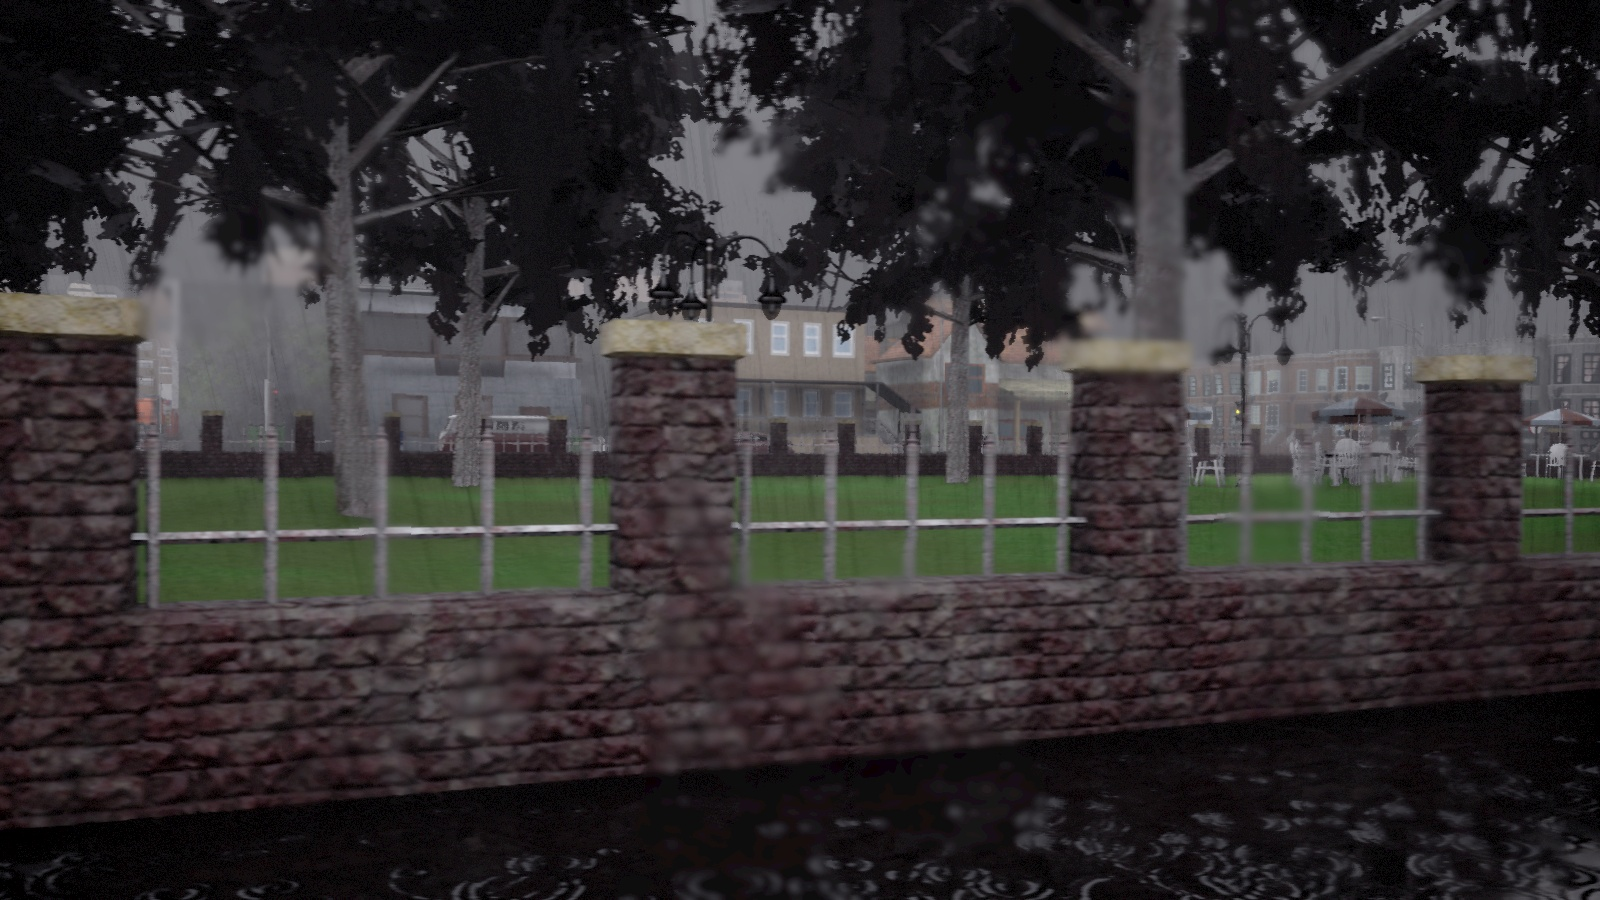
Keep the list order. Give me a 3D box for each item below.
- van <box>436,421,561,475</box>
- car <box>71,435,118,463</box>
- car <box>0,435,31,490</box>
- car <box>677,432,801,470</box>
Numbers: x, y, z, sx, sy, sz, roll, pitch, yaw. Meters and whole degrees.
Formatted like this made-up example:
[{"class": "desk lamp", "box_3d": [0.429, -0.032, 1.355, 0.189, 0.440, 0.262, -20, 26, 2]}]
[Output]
[{"class": "van", "box_3d": [-11.492, -0.103, 47.837, 4.442, 1.987, 1.775, -1, 1, -21]}, {"class": "car", "box_3d": [-42.308, -0.073, 75.385, 1.851, 1.617, 3.988, -1, 1, -21]}, {"class": "car", "box_3d": [-26.616, 0.387, 38.625, 4.856, 1.649, 2.033, 0, 2, 9]}, {"class": "car", "box_3d": [-2.488, 0.017, 51.248, 4.674, 1.442, 1.812, -1, 1, -21]}]
